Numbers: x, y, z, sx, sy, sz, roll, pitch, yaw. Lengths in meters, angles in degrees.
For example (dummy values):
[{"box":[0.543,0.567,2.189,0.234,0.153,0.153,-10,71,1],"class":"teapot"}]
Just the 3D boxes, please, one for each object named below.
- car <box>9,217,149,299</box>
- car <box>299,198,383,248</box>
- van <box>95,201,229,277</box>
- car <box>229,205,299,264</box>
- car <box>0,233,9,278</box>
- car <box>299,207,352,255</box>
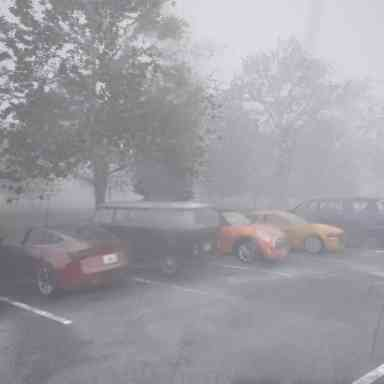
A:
[{"box":[-3.695,1.526,8.569,4.792,1.488,2.163,-1,-1,35],"class":"car"},{"box":[5.962,1.289,15.432,5.566,2.045,2.435,-1,-1,35],"class":"car"},{"box":[-1.353,1.285,10.332,4.442,1.987,1.878,-1,-1,35],"class":"van"},{"box":[1.137,1.396,12.004,4.553,1.767,2.185,-1,-1,35],"class":"car"},{"box":[-6.241,1.480,6.946,5.366,1.575,1.946,-1,-1,34],"class":"car"},{"box":[3.574,1.531,13.708,5.008,1.535,2.097,-1,-1,35],"class":"car"}]
